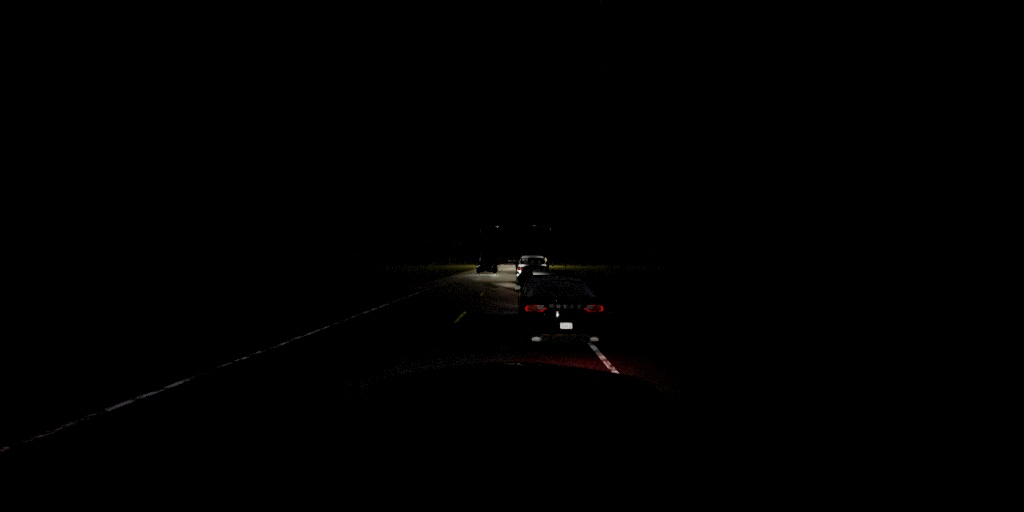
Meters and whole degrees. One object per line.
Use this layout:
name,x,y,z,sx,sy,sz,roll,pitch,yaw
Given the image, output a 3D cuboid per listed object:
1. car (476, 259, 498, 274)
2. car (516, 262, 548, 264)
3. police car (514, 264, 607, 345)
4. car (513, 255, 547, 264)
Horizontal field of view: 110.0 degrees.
car,-2.725,1.076,40.212,2.097,1.767,4.553,0,0,3
car,1.247,1.249,19.511,1.837,1.490,4.892,0,0,1
police car,1.095,1.174,9.651,1.930,1.638,5.238,0,0,1
car,1.391,0.963,25.521,2.150,2.045,5.566,0,0,2
